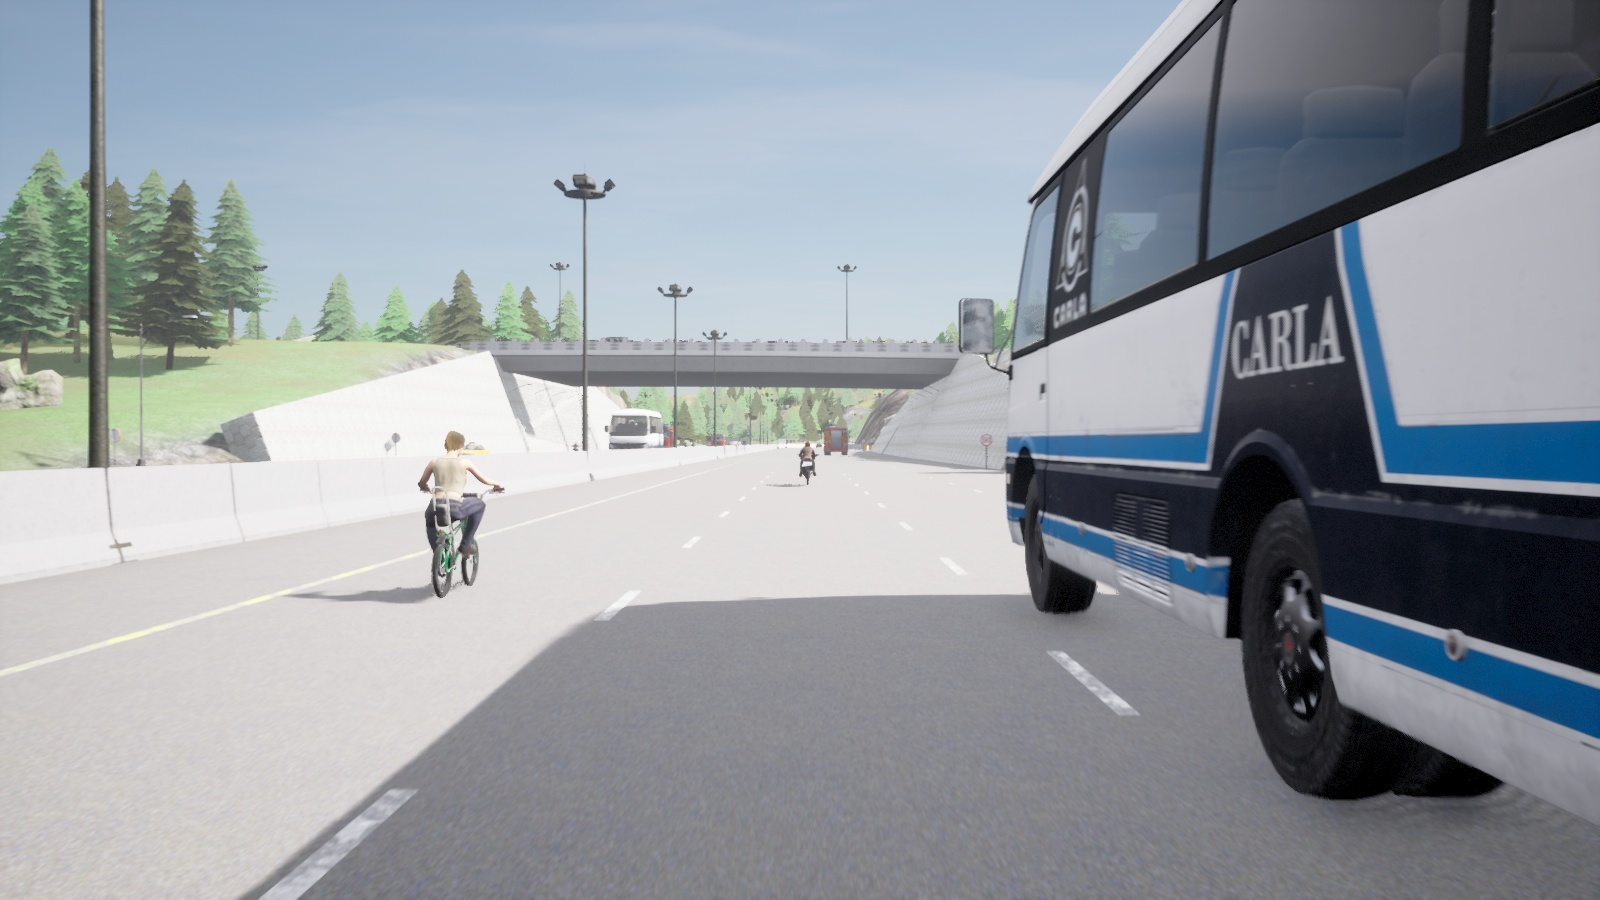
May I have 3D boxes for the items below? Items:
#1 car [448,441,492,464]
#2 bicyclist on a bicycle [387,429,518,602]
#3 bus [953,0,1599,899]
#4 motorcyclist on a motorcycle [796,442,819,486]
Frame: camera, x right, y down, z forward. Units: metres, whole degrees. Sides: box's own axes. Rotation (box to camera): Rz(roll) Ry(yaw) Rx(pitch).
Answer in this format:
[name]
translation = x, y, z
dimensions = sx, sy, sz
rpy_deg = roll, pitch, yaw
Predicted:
[car]
translation = -23.966, 0.152, 91.364
dimensions = 1.801, 1.575, 5.366
rpy_deg = 0, 0, 0
[bicyclist on a bicycle]
translation = -3.419, 0.610, 12.492
dimensions = 0.866, 1.612, 1.509
rpy_deg = 0, 0, 1
[bus]
translation = 3.562, -0.673, 8.077
dimensions = 3.944, 4.253, 10.273
rpy_deg = 0, 0, 0
[motorcyclist on a motorcycle]
translation = 0.267, 0.480, 44.200
dimensions = 0.797, 1.523, 2.044
rpy_deg = 0, 0, 0
